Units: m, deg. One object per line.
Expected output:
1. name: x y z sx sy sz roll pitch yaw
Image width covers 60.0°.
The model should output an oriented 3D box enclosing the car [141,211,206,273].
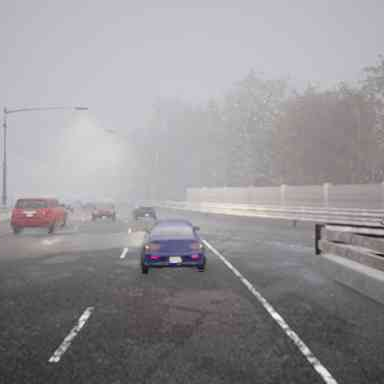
1. car: -0.675 1.588 10.883 1.812 1.442 4.674 0 0 -6

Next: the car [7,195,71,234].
1. car: -9.198 1.341 20.401 2.150 2.045 5.566 0 0 -11

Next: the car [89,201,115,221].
1. car: -7.861 1.772 29.486 1.895 1.301 4.718 0 0 -16

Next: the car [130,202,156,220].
1. car: -4.430 1.678 30.063 1.837 1.490 4.892 0 0 -16

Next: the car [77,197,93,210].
1. car: -14.895 1.802 47.588 1.812 1.442 4.674 0 0 -26

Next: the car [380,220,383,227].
1. car: 9.248 1.284 11.018 2.150 2.045 5.566 0 0 -39

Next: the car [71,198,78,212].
1. car: -15.770 1.789 41.309 2.033 1.411 5.357 0 0 -23
